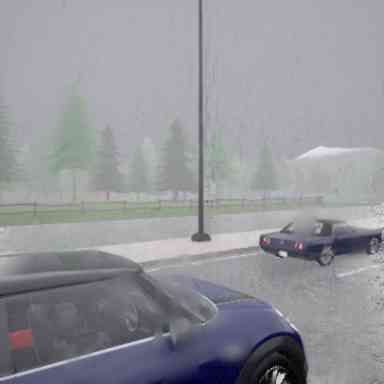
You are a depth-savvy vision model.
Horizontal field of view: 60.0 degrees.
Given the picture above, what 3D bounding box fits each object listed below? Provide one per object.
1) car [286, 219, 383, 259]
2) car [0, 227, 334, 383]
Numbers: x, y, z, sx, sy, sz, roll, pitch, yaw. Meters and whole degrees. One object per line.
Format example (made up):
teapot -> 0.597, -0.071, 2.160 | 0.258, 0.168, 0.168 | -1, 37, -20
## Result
car -> 4.555, 1.573, 11.356 | 4.718, 1.301, 1.895 | 0, 0, -36
car -> -0.995, 1.350, 3.037 | 4.553, 1.767, 2.097 | 0, 0, -36
